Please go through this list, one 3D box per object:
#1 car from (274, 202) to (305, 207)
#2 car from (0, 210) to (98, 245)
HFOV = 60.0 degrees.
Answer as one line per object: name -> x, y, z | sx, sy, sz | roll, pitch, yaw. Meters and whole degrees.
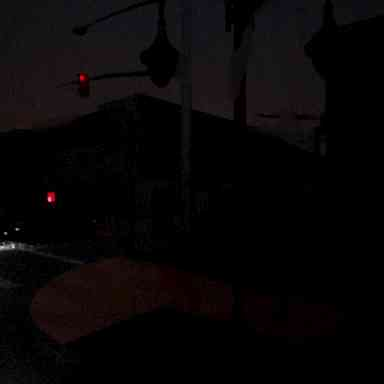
car -> 10.500, 1.585, 35.005 | 1.895, 1.301, 4.718 | 0, 0, 41
car -> -6.604, 1.568, 15.660 | 1.994, 1.385, 4.181 | 0, 0, 41
